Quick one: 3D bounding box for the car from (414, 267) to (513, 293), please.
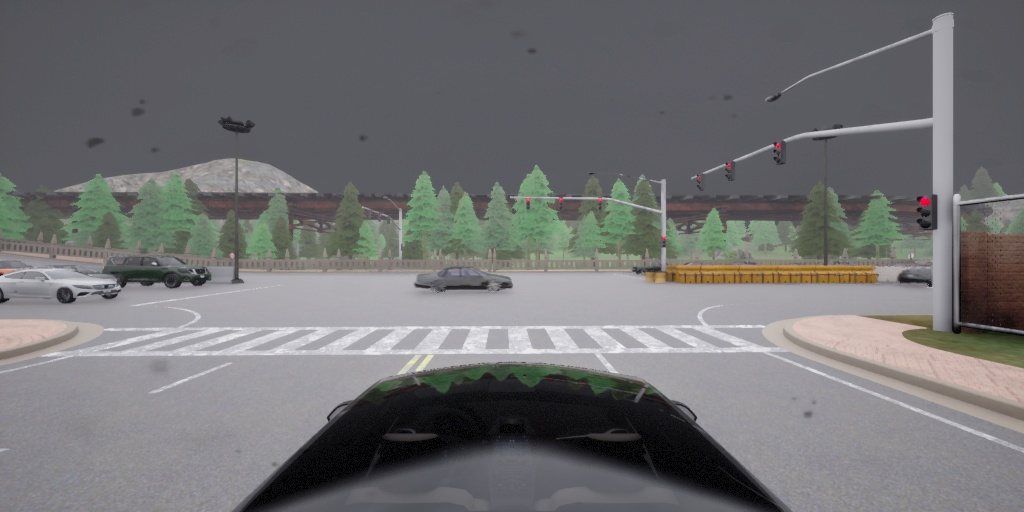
[{"bbox_3d":[-2.656,1.297,19.990,5.357,1.411,2.033,0,0,-2],"label":"car"}]

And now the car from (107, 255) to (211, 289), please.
[{"bbox_3d":[-22.588,0.965,22.866,5.566,2.045,2.150,0,0,-2],"label":"car"}]

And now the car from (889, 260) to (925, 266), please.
[{"bbox_3d":[34.808,1.314,31.865,4.181,1.385,1.994,0,0,-2],"label":"car"}]

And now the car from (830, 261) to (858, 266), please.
[{"bbox_3d":[34.696,1.242,38.866,4.902,1.511,2.128,0,0,-2],"label":"car"}]

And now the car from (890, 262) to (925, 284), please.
[{"bbox_3d":[29.132,1.314,24.489,4.181,1.385,1.994,0,0,-2],"label":"car"}]

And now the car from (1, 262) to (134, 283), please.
[{"bbox_3d":[-24.112,1.233,19.317,4.902,1.511,2.128,0,0,-2],"label":"car"}]

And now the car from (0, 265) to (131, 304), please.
[{"bbox_3d":[-20.274,1.275,15.882,4.674,1.442,1.812,0,0,0],"label":"car"}]

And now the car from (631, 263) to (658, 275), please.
[{"bbox_3d":[15.287,1.351,38.261,4.718,1.301,1.895,0,0,-2],"label":"car"}]

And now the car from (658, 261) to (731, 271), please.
[{"bbox_3d":[15.873,1.228,31.276,5.008,1.535,1.882,0,0,-2],"label":"car"}]

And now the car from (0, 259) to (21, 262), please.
[{"bbox_3d":[-32.094,1.012,22.576,4.553,1.767,2.097,2,0,-2],"label":"car"}]

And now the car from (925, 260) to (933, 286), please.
[{"bbox_3d":[27.693,1.101,20.942,4.553,1.767,2.097,0,0,-2],"label":"car"}]

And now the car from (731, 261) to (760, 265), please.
[{"bbox_3d":[24.540,1.241,38.552,4.902,1.511,2.128,0,0,-2],"label":"car"}]

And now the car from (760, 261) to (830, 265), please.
[{"bbox_3d":[24.863,1.314,31.559,4.181,1.385,1.994,0,0,-2],"label":"car"}]
